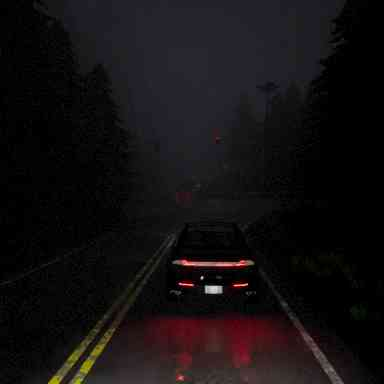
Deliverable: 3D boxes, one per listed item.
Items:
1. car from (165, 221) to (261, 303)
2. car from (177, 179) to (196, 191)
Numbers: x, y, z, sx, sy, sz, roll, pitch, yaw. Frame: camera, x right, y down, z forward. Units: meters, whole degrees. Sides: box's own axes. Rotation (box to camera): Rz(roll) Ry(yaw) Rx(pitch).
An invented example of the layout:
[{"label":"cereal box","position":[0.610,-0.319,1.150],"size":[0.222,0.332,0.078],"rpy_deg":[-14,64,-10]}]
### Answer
[{"label":"car","position":[0.448,1.466,8.170],"size":[2.128,1.511,4.902],"rpy_deg":[0,0,2]},{"label":"car","position":[-0.700,-1.071,45.217],"size":[1.812,1.442,4.674],"rpy_deg":[1,9,14]}]
